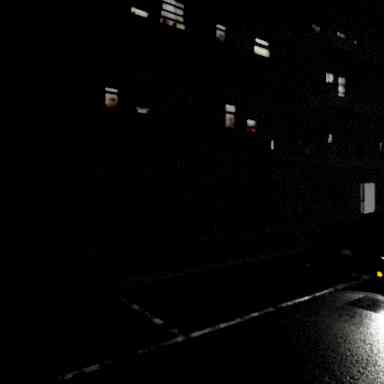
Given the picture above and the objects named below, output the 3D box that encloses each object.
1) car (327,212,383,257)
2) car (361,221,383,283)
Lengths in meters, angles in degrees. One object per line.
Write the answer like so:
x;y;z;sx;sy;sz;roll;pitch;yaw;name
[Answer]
6.320;1.376;11.067;4.313;1.339;1.947;-1;1;-35;car
6.033;1.410;7.683;4.181;1.385;1.994;-1;1;-35;car
